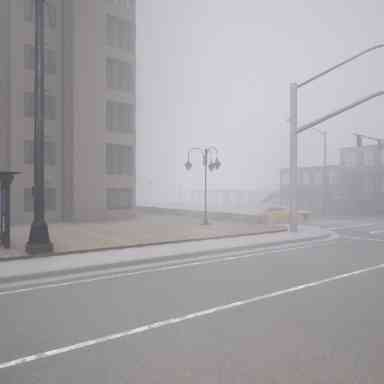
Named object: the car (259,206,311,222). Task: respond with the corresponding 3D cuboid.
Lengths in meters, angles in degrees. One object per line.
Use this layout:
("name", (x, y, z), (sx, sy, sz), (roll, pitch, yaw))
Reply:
("car", (8.315, 1.986, 30.203), (1.882, 1.535, 5.008), (0, -5, -36))
